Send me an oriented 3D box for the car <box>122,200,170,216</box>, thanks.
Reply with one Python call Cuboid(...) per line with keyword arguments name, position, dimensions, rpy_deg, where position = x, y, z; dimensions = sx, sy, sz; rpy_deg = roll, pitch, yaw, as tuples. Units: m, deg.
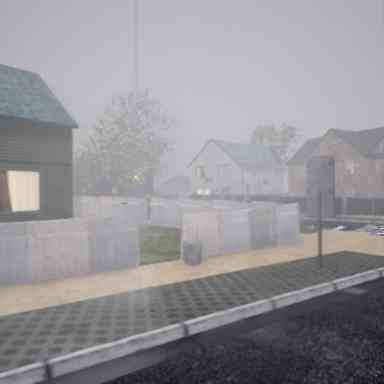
Cuboid(name="car", position=(-3.889, 1.299, 28.254), dimensions=(4.718, 1.301, 1.895), rpy_deg=(0, 1, 40))
